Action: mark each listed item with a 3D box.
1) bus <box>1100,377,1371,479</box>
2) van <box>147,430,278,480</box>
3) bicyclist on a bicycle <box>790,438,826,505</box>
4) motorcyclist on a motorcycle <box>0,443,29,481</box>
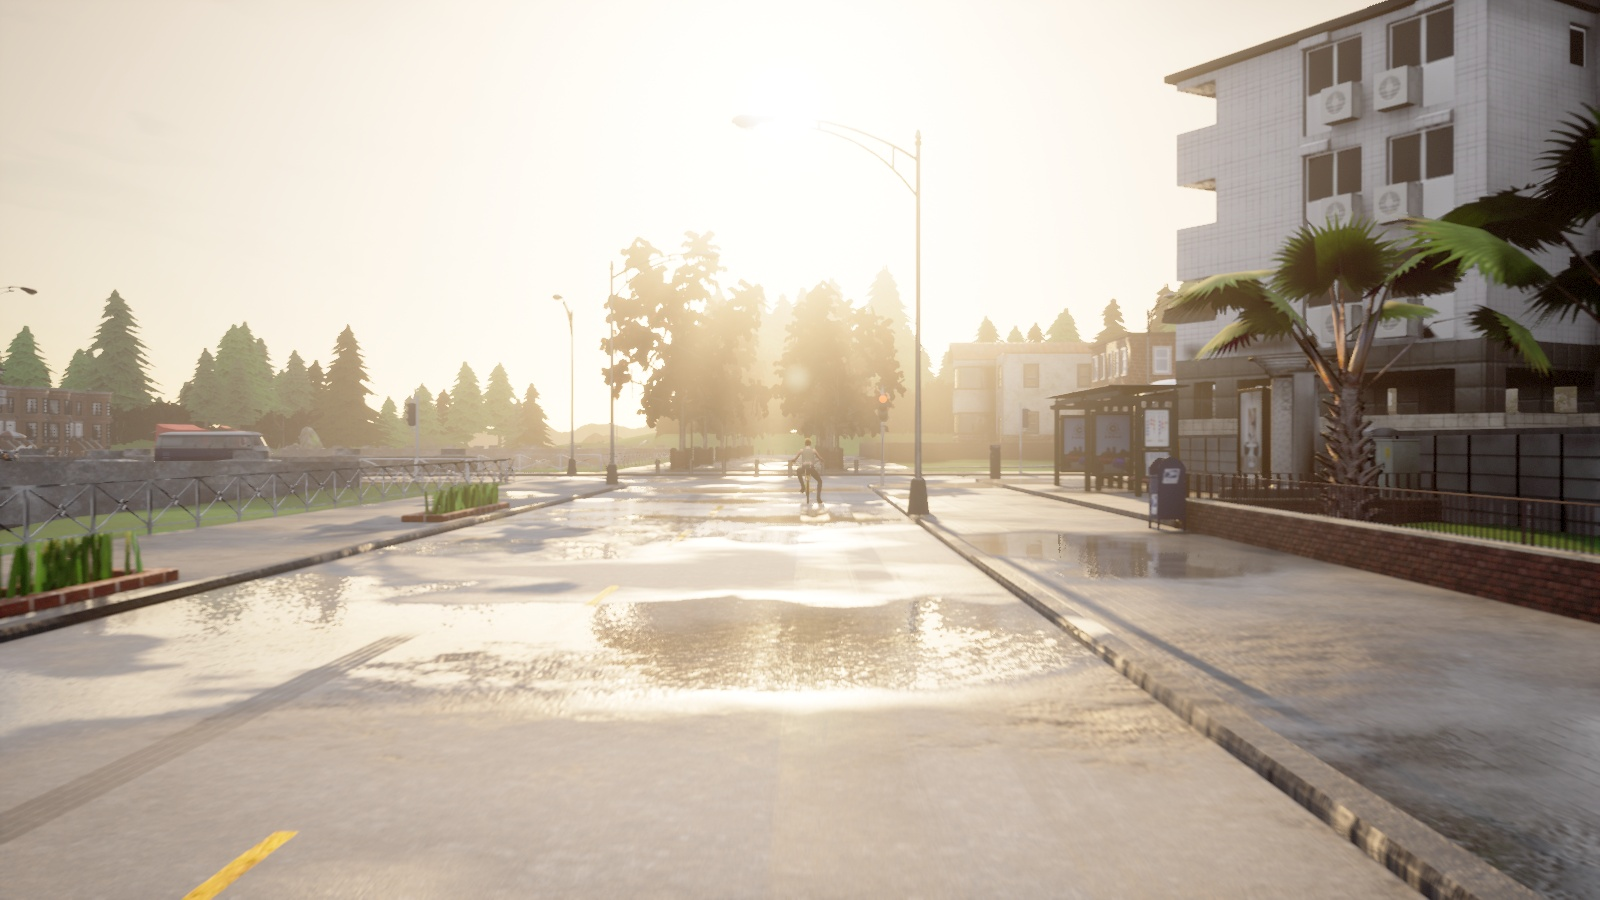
[{"bbox_3d":[18.548,-0.920,54.099,10.273,4.253,3.944,0,0,0],"label":"bus"},{"bbox_3d":[-23.604,0.195,50.555,4.442,1.987,1.775,0,0,0],"label":"van"},{"bbox_3d":[0.193,0.509,30.857,0.866,1.612,1.509,0,0,0],"label":"bicyclist on a bicycle"},{"bbox_3d":[-32.422,0.470,50.602,2.191,1.530,0.866,0,0,0],"label":"motorcyclist on a motorcycle"}]
